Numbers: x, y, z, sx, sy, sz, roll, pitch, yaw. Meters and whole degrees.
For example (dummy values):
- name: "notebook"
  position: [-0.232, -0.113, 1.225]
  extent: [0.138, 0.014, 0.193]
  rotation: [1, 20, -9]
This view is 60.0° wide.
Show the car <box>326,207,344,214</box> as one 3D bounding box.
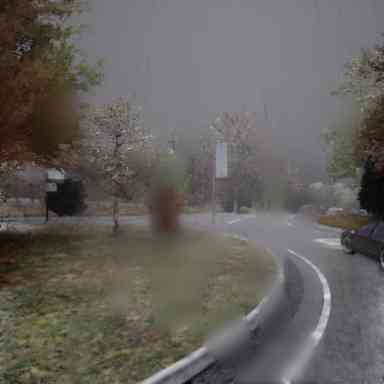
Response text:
- name: "car"
  position: [28.749, 4.033, 66.698]
  extent: [2.150, 2.045, 5.566]
  rotation: [-1, -5, 38]

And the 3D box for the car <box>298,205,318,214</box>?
- name: "car"
  position: [19.053, 2.961, 54.500]
  extent: [1.837, 1.490, 4.892]
  rotation: [-1, -5, 39]

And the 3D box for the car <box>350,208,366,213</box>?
- name: "car"
  position: [33.453, 4.282, 67.009]
  extent: [2.150, 2.045, 5.566]
  rotation: [-1, -5, 38]

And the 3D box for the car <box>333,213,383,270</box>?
- name: "car"
  position: [6.604, 1.631, 10.856]
  extent: [2.033, 1.411, 5.357]
  rotation: [0, -1, 6]

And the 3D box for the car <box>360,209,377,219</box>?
- name: "car"
  position: [39.931, 5.068, 75.175]
  extent: [2.150, 2.045, 5.566]
  rotation: [-1, -5, 39]
